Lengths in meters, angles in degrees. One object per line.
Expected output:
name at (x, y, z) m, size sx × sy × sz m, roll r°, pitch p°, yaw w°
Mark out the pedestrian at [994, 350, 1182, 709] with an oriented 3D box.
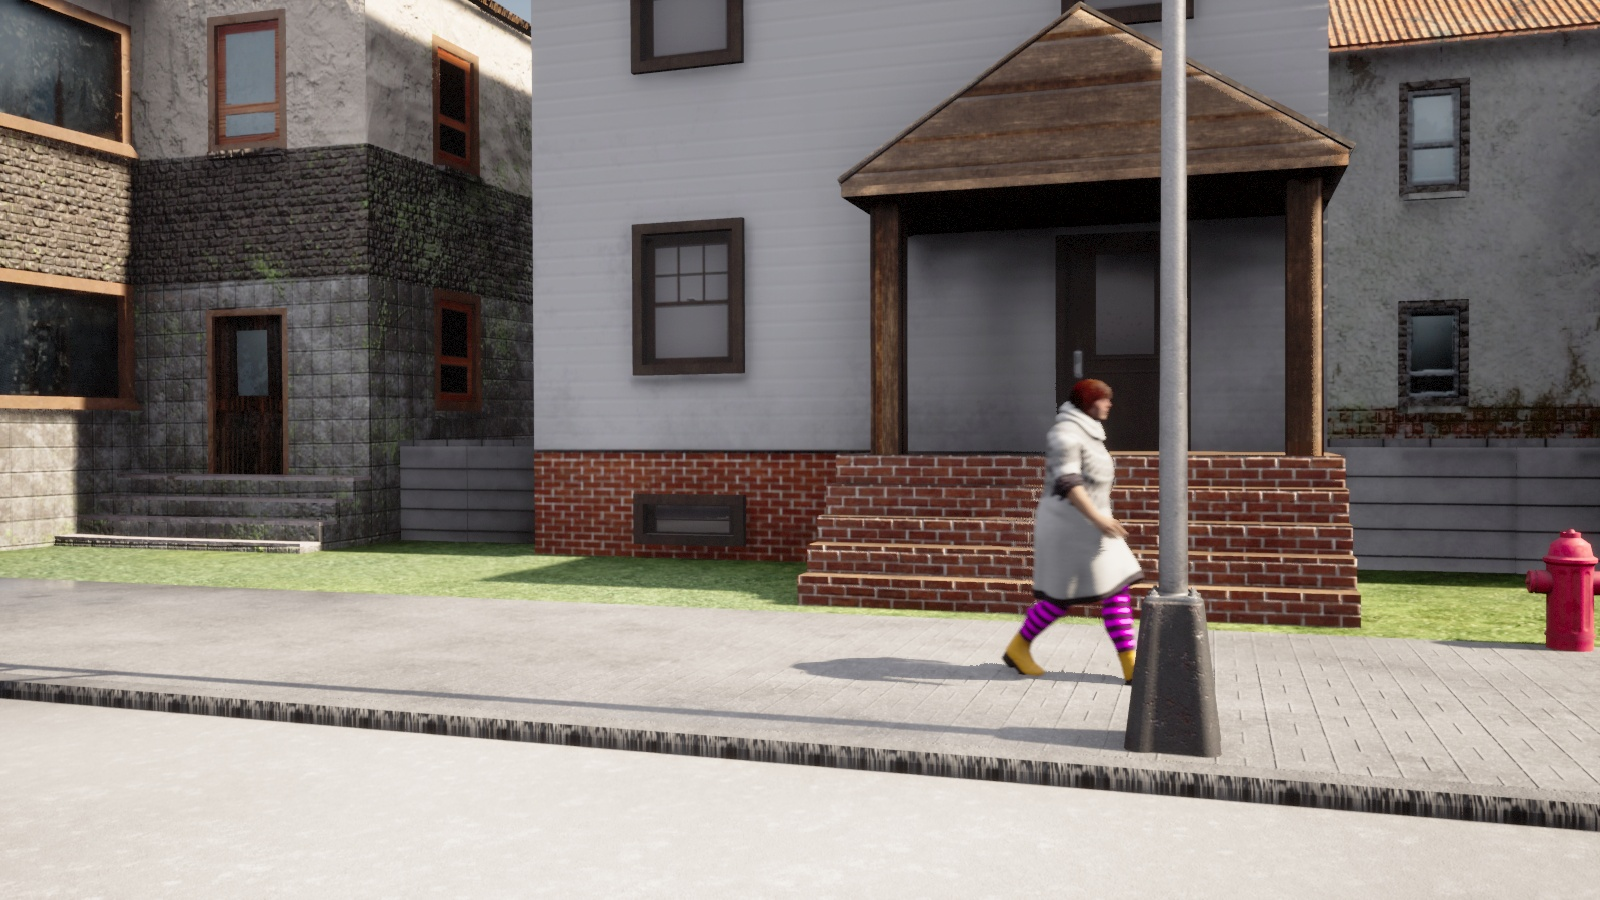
pedestrian at (1.684, 0.425, 7.337) m, size 0.873 × 1.952 × 0.659 m, roll 1°, pitch 1°, yaw 34°
